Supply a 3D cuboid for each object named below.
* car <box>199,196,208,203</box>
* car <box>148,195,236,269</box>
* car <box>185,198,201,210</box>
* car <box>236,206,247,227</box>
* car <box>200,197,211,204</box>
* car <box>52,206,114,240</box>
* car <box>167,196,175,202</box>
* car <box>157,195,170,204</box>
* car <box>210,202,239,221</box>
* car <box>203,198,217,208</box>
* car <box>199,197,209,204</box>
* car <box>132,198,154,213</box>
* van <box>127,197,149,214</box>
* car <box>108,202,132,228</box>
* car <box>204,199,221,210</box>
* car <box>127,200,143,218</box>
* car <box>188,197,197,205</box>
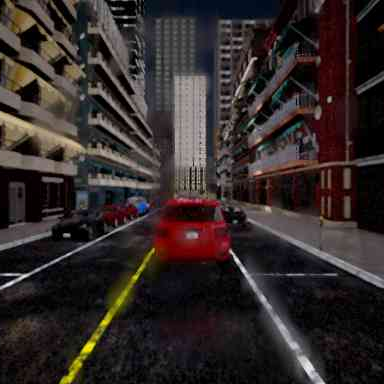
[{"bbox_3d":[2.687,1.742,78.231,1.752,1.417,4.829,-1,0,0],"label":"car"},{"bbox_3d":[0.009,1.250,11.381,2.150,2.045,5.566,0,0,0],"label":"car"},{"bbox_3d":[0.102,1.617,47.159,2.128,1.511,4.902,0,0,0],"label":"car"},{"bbox_3d":[2.684,1.609,22.827,2.008,1.369,4.403,-1,0,0],"label":"car"},{"bbox_3d":[2.687,1.727,67.014,1.887,1.381,4.507,-1,0,0],"label":"car"},{"bbox_3d":[-5.697,1.610,17.317,1.947,1.339,4.313,0,0,0],"label":"car"},{"bbox_3d":[-5.692,1.832,89.123,1.802,1.307,4.206,-1,0,0],"label":"car"},{"bbox_3d":[-5.697,1.498,67.029,2.192,1.841,5.009,-1,0,0],"label":"car"},{"bbox_3d":[2.684,1.624,28.351,2.008,1.369,4.403,-1,0,0],"label":"car"},{"bbox_3d":[2.685,1.660,50.615,1.752,1.417,4.829,-1,0,0],"label":"car"},{"bbox_3d":[2.687,1.750,72.538,2.008,1.369,4.403,-1,0,0],"label":"car"},{"bbox_3d":[-5.697,1.543,39.412,1.967,1.590,4.097,-1,0,0],"label":"car"},{"bbox_3d":[-5.698,1.429,33.889,1.690,1.788,3.998,-1,0,0],"label":"van"},{"bbox_3d":[-5.697,1.603,22.841,1.887,1.381,4.507,0,0,0],"label":"car"},{"bbox_3d":[2.685,1.669,44.921,2.008,1.369,4.403,-1,0,0],"label":"car"},{"bbox_3d":[-5.697,1.618,28.365,1.887,1.381,4.507,0,0,0],"label":"car"},{"bbox_3d":[0.105,1.701,64.472,1.812,1.442,4.674,0,0,0],"label":"car"}]
